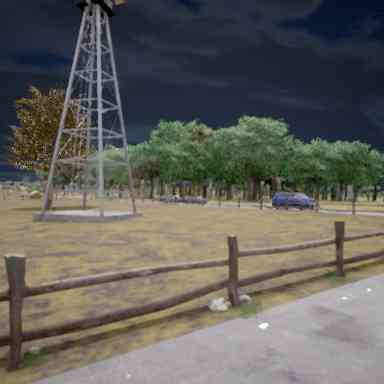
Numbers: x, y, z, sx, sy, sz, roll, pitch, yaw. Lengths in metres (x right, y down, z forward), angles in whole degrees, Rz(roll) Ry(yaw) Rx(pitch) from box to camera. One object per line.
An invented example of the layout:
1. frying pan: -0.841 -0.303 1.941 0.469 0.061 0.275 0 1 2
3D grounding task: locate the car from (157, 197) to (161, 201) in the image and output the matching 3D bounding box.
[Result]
1. car: -5.241 1.373 66.761 2.128 1.511 4.902 1 -1 -36

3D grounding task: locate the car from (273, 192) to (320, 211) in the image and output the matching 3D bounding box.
1. car: 11.836 1.067 38.089 2.150 2.045 5.566 1 -1 -36

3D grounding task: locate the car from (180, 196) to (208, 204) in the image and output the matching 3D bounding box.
1. car: 0.634 1.446 58.661 2.033 1.411 5.357 1 -1 -35

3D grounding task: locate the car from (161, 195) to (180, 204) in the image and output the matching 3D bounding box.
1. car: -2.863 1.384 58.699 2.033 1.411 5.357 1 -1 -35
